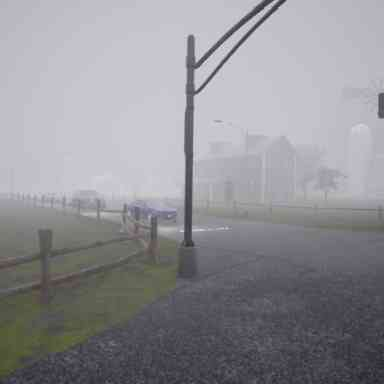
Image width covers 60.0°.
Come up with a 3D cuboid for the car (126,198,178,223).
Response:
[{"bbox_3d":[-2.815,1.200,22.738,1.882,1.535,5.008,1,0,-36],"label":"car"}]

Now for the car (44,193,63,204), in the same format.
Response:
[{"bbox_3d":[-19.226,0.865,45.769,1.837,1.490,4.892,1,-1,-35],"label":"car"}]

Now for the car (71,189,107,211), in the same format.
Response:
[{"bbox_3d":[-10.484,0.773,33.479,2.150,2.045,5.566,1,0,-36],"label":"car"}]
